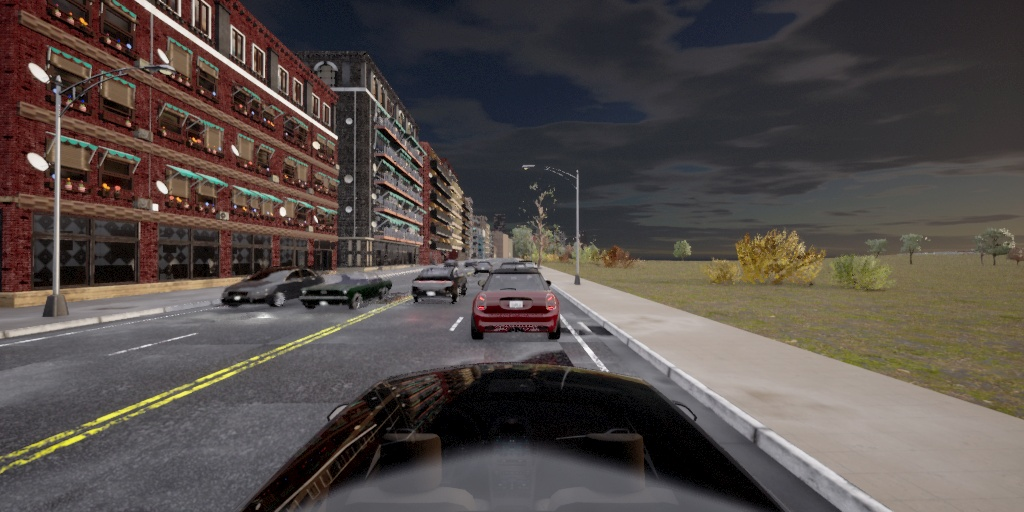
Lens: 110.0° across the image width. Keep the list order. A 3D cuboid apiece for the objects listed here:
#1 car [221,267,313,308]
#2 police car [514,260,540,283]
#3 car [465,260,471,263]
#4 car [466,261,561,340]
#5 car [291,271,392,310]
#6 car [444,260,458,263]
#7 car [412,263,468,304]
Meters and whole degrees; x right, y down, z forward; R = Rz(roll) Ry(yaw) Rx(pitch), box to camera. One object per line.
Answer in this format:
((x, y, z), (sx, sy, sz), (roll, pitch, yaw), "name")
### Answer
((-9.865, 1.258, 15.299), (1.837, 1.490, 4.892), (0, 0, 0), "car")
((1.110, 1.182, 29.437), (1.930, 1.638, 5.238), (0, 0, 0), "police car")
((-6.641, 1.306, 57.961), (2.033, 1.411, 5.357), (0, 0, 0), "car")
((0.084, 1.104, 10.169), (2.097, 1.767, 4.553), (0, 0, 0), "car")
((-6.611, 1.354, 14.784), (1.895, 1.301, 4.718), (0, 0, 0), "car")
((-9.888, 1.306, 58.409), (2.033, 1.411, 5.357), (0, 0, 0), "car")
((-3.166, 1.244, 16.427), (2.128, 1.511, 4.902), (0, 0, 0), "car")
